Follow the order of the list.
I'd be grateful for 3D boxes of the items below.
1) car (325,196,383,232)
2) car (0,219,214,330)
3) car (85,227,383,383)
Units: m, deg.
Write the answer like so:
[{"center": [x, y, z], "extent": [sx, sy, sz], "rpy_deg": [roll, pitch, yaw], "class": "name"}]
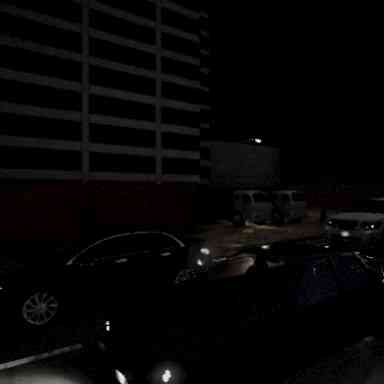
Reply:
[{"center": [7.908, 1.206, 13.848], "extent": [5.566, 2.045, 2.150], "rpy_deg": [0, 0, -35], "class": "car"}, {"center": [-1.794, 1.502, 7.002], "extent": [4.892, 1.490, 1.837], "rpy_deg": [0, 0, -35], "class": "car"}, {"center": [1.435, 1.543, 5.003], "extent": [5.357, 1.411, 2.033], "rpy_deg": [0, 0, -36], "class": "car"}]
